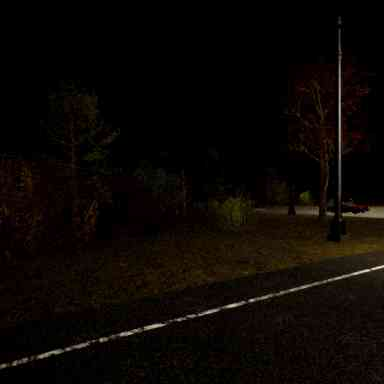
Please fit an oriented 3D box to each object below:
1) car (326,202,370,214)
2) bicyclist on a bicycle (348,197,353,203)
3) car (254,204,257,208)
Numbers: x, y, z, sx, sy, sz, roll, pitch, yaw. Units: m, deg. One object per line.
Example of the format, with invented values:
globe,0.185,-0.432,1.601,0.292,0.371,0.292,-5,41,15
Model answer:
car,18.132,1.852,38.862,1.895,1.301,4.718,-2,0,-31
bicyclist on a bicycle,22.255,1.579,46.806,1.656,1.620,0.582,0,0,-31
car,8.383,1.706,55.297,2.150,2.045,5.566,-2,0,-30
